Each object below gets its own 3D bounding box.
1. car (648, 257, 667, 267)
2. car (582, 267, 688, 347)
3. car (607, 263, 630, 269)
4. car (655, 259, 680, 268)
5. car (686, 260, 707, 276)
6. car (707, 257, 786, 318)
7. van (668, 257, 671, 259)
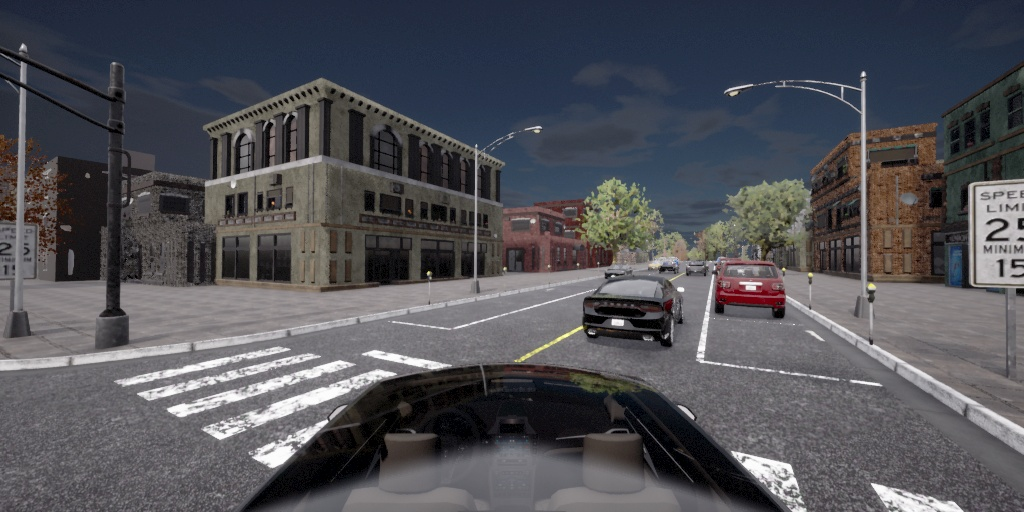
[{"bbox_3d":[20.421,1.286,50.893,1.751,1.417,4.829,0,0,30],"label":"car"},{"bbox_3d":[3.419,1.230,9.586,1.882,1.535,5.008,0,0,30],"label":"car"},{"bbox_3d":[9.523,1.324,31.779,1.948,1.339,4.313,0,0,30],"label":"car"},{"bbox_3d":[18.234,1.361,41.627,1.895,1.301,4.718,0,0,30],"label":"car"},{"bbox_3d":[19.040,1.252,36.877,2.128,1.511,4.902,0,0,30],"label":"car"},{"bbox_3d":[8.572,1.069,13.192,2.192,1.841,5.009,0,0,30],"label":"car"},{"bbox_3d":[23.251,1.101,55.856,1.690,1.789,3.998,0,0,30],"label":"van"}]
